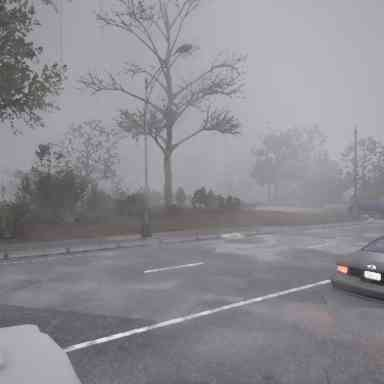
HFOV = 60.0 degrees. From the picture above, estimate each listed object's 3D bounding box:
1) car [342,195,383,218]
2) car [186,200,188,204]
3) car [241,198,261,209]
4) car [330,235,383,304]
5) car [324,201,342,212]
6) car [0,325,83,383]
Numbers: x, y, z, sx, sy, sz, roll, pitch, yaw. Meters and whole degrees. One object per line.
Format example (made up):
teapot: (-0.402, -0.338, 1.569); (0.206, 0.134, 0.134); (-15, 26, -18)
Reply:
car: (16.085, 1.245, 28.722); (2.150, 2.045, 5.566); (0, 0, -17)
car: (-2.040, 1.769, 66.820); (1.837, 1.490, 4.892); (0, -1, -22)
car: (6.875, 1.617, 47.164); (2.033, 1.411, 5.357); (0, 0, -27)
car: (5.322, 1.554, 7.417); (5.357, 1.411, 2.033); (0, 0, -34)
car: (16.870, 1.628, 35.965); (1.895, 1.301, 4.718); (0, 0, -30)
car: (-2.922, 1.600, 1.624); (4.718, 1.301, 1.895); (0, 0, -36)
